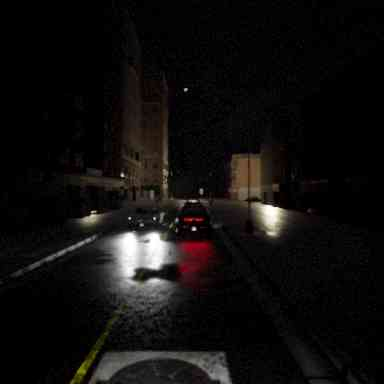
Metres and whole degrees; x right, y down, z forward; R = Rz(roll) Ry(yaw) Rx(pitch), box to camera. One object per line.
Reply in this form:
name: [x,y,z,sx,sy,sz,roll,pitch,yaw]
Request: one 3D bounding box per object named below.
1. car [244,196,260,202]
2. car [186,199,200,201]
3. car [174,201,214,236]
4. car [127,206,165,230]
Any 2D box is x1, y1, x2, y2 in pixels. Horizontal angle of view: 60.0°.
car: [13.237,1.608,70.280,4.313,1.339,1.947,0,0,0]
car: [0.108,1.451,33.838,2.128,1.511,4.902,0,0,0]
car: [0.107,1.484,18.059,1.837,1.490,4.892,0,0,0]
car: [-2.844,1.576,21.126,1.895,1.301,4.718,0,0,0]
